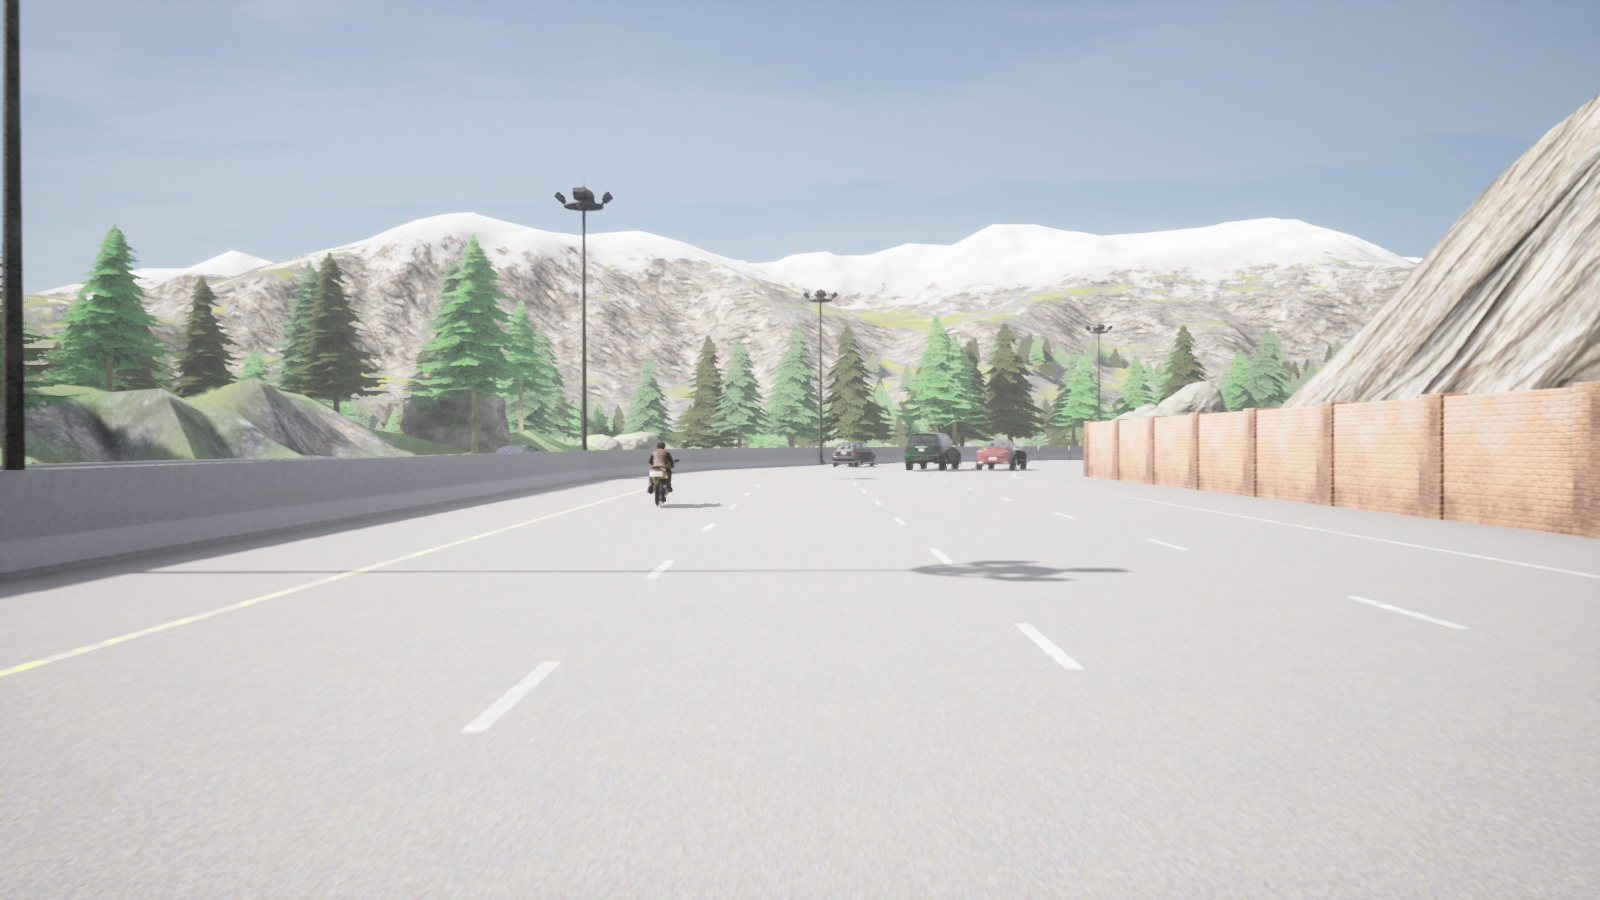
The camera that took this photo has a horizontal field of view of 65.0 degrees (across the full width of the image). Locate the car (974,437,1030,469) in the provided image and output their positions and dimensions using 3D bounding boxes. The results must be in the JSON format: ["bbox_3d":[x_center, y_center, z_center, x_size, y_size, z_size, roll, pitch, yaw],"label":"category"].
[{"bbox_3d":[11.183,0.144,69.265,2.152,1.651,5.027,0,0,20],"label":"car"}]

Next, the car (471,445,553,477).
[{"bbox_3d":[-13.197,0.457,57.872,2.033,1.411,5.357,0,0,6],"label":"car"}]

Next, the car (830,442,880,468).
[{"bbox_3d":[3.451,0.289,77.820,1.789,1.549,3.705,0,0,25],"label":"car"}]

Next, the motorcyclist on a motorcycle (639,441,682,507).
[{"bbox_3d":[-3.318,0.556,30.062,0.797,1.523,2.044,0,0,0],"label":"motorcyclist on a motorcycle"}]

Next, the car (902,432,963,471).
[{"bbox_3d":[7.342,0.082,69.018,2.150,2.045,5.566,0,0,19],"label":"car"}]
